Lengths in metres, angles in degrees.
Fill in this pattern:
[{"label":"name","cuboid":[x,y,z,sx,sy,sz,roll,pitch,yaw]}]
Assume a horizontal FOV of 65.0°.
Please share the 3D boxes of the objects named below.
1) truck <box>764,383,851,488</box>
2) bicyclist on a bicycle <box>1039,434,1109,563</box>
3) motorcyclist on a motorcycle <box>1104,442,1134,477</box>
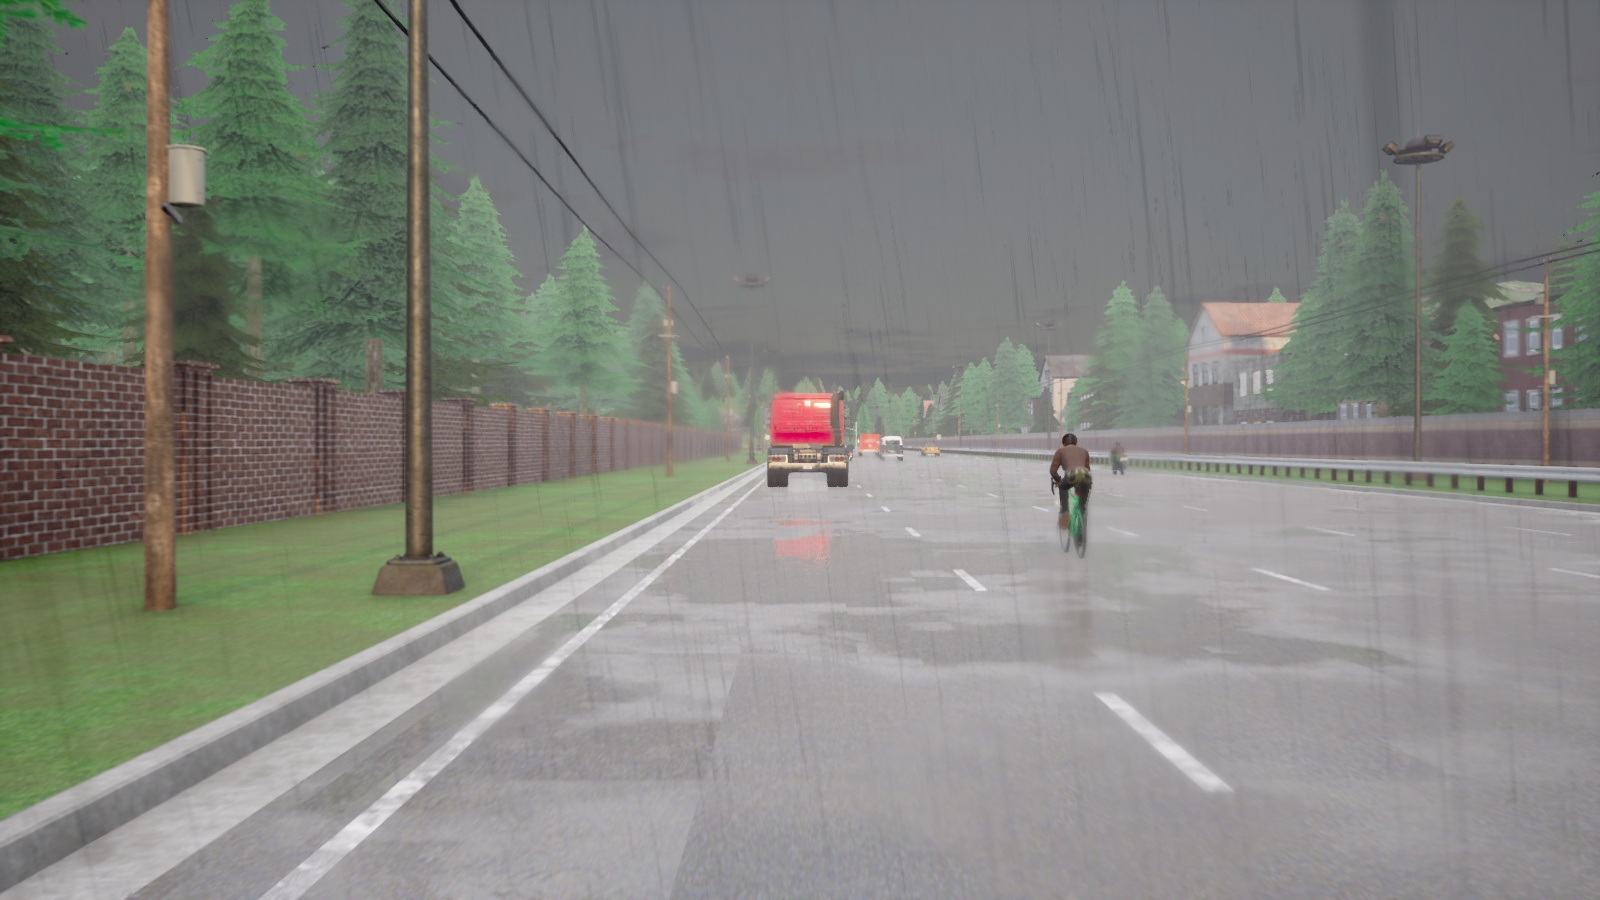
[{"label":"truck","cuboid":[0.276,-0.492,45.507,2.891,3.462,7.936,0,0,0]},{"label":"bicyclist on a bicycle","cuboid":[3.610,0.608,16.647,0.582,1.620,1.656,0,0,0]},{"label":"motorcyclist on a motorcycle","cuboid":[14.338,0.422,56.487,0.797,1.523,2.044,0,0,0]}]
